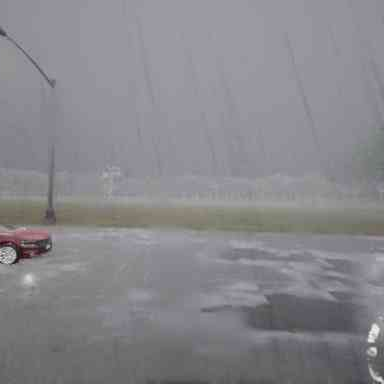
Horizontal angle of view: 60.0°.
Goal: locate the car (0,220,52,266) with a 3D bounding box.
[{"bbox_3d":[-7.447,1.568,11.459,5.008,1.535,1.882,1,0,0],"label":"car"}]
